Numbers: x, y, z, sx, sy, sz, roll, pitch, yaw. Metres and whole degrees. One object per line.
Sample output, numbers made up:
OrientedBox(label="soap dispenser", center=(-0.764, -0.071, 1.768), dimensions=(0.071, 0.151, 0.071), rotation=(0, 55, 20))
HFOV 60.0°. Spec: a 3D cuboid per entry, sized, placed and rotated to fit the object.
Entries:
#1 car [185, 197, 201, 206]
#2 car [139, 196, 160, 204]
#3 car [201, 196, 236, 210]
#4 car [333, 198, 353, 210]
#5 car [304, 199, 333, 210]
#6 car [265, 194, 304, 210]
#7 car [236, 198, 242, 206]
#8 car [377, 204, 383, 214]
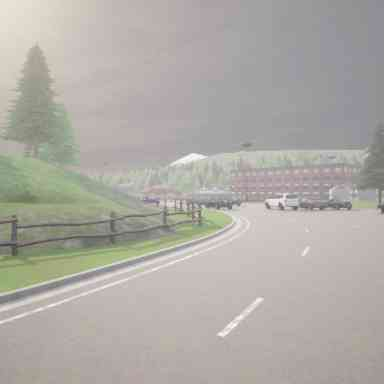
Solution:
OrientedBox(label="car", center=(0.655, 1.564, 55.561), dimensions=(1.994, 1.385, 4.181), rotation=(0, 0, -37))
OrientedBox(label="car", center=(-7.766, 1.478, 60.270), dimensions=(1.882, 1.535, 5.008), rotation=(0, 0, -42))
OrientedBox(label="car", center=(3.414, 1.352, 43.777), dimensions=(2.097, 1.767, 4.553), rotation=(0, 0, -23))
OrientedBox(label="car", center=(18.556, 1.526, 42.697), dimensions=(1.812, 1.442, 4.674), rotation=(0, 0, -13))
OrientedBox(label="car", center=(15.077, 1.547, 42.750), dimensions=(2.033, 1.411, 5.357), rotation=(0, 0, -17))
OrientedBox(label="car", center=(11.303, 1.222, 42.097), dimensions=(2.150, 2.045, 5.566), rotation=(0, 0, -16))
OrientedBox(label="car", center=(6.074, 1.526, 53.950), dimensions=(1.812, 1.442, 4.674), rotation=(0, 0, -34))
OrientedBox(label="car", center=(20.147, 1.478, 32.379), dimensions=(1.882, 1.535, 5.008), rotation=(0, 0, -2))
